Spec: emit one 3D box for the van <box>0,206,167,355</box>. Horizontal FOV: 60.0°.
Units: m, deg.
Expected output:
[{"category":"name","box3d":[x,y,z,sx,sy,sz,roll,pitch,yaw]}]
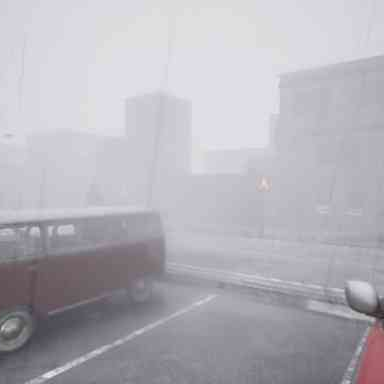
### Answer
[{"category":"van","box3d":[-2.472,1.277,6.022,1.878,1.987,4.442,0,0,36]}]
